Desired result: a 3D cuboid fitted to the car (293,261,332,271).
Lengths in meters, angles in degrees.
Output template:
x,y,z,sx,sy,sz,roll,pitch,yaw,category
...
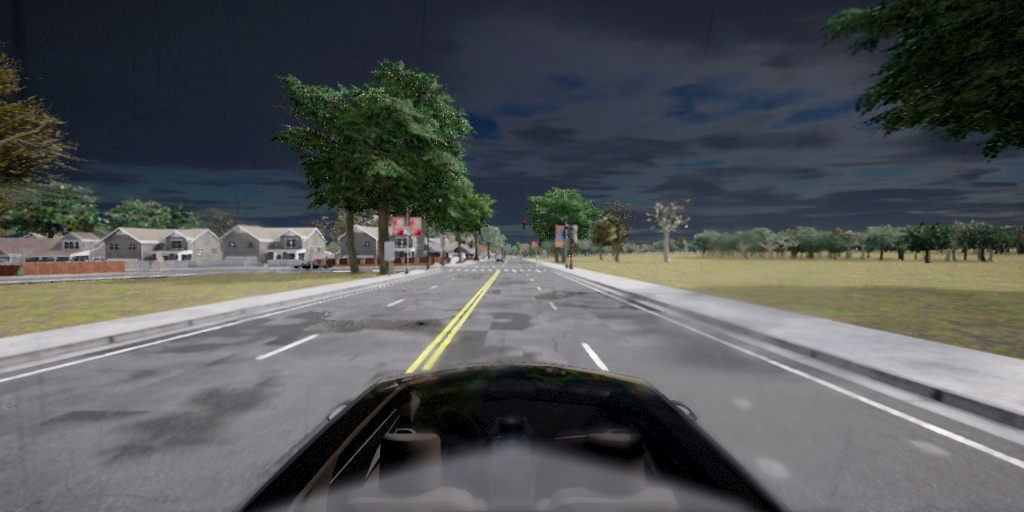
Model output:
x,y,z,sx,sy,sz,roll,pitch,yaw,category
-28.896,1.426,52.049,4.718,1.301,1.895,-1,1,0,car
